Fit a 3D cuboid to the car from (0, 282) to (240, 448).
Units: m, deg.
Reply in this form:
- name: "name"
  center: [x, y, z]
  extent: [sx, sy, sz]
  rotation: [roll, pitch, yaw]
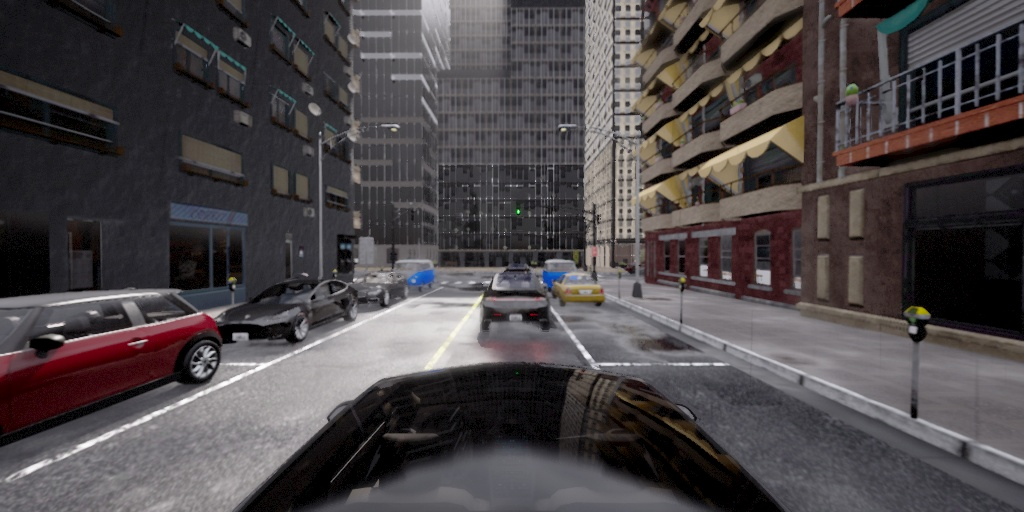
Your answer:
- name: "car"
  center: [-5.690, 1.191, 4.092]
  extent: [1.967, 1.591, 4.097]
  rotation: [0, 0, 0]

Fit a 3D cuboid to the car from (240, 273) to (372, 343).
- name: "car"
  center: [-5.683, 1.321, 9.693]
  extent: [1.948, 1.339, 4.313]
  rotation: [0, 0, 0]

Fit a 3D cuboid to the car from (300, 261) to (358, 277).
- name: "car"
  center: [-17.610, 1.241, 34.619]
  extent: [4.674, 1.442, 1.812]
  rotation: [0, 1, 0]

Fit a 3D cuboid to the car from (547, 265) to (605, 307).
- name: "car"
  center: [2.706, 1.284, 15.426]
  extent: [1.751, 1.417, 4.829]
  rotation: [0, 0, 0]

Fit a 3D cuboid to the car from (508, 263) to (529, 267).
- name: "car"
  center: [0.485, 1.267, 25.789]
  extent: [2.128, 1.511, 4.902]
  rotation: [0, 0, 5]

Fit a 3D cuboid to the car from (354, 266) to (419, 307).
- name: "car"
  center: [-5.675, 1.309, 15.296]
  extent: [2.007, 1.370, 4.403]
  rotation: [0, 0, 0]

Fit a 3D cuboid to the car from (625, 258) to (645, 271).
- name: "car"
  center: [15.283, 1.120, 40.179]
  extent: [5.009, 1.841, 2.192]
  rotation: [0, 0, 0]

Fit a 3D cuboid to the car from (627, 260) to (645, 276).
- name: "car"
  center: [14.721, 1.400, 37.583]
  extent: [4.181, 1.385, 1.994]
  rotation: [0, 1, 0]

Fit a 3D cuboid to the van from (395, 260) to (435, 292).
- name: "van"
  center: [-5.668, 1.103, 20.897]
  extent: [1.690, 1.789, 3.998]
  rotation: [0, 0, 0]

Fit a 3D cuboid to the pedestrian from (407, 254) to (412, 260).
- name: "pedestrian"
  center: [-12.339, 0.671, 43.309]
  extent: [0.375, 1.860, 0.375]
  rotation: [0, 0, 0]

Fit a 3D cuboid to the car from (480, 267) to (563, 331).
- name: "car"
  center: [0.098, 1.248, 10.946]
  extent: [2.128, 1.511, 4.902]
  rotation: [0, 0, 0]

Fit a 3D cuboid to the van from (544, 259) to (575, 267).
- name: "van"
  center: [2.713, 1.103, 20.857]
  extent: [1.690, 1.789, 3.998]
  rotation: [0, 0, 0]
